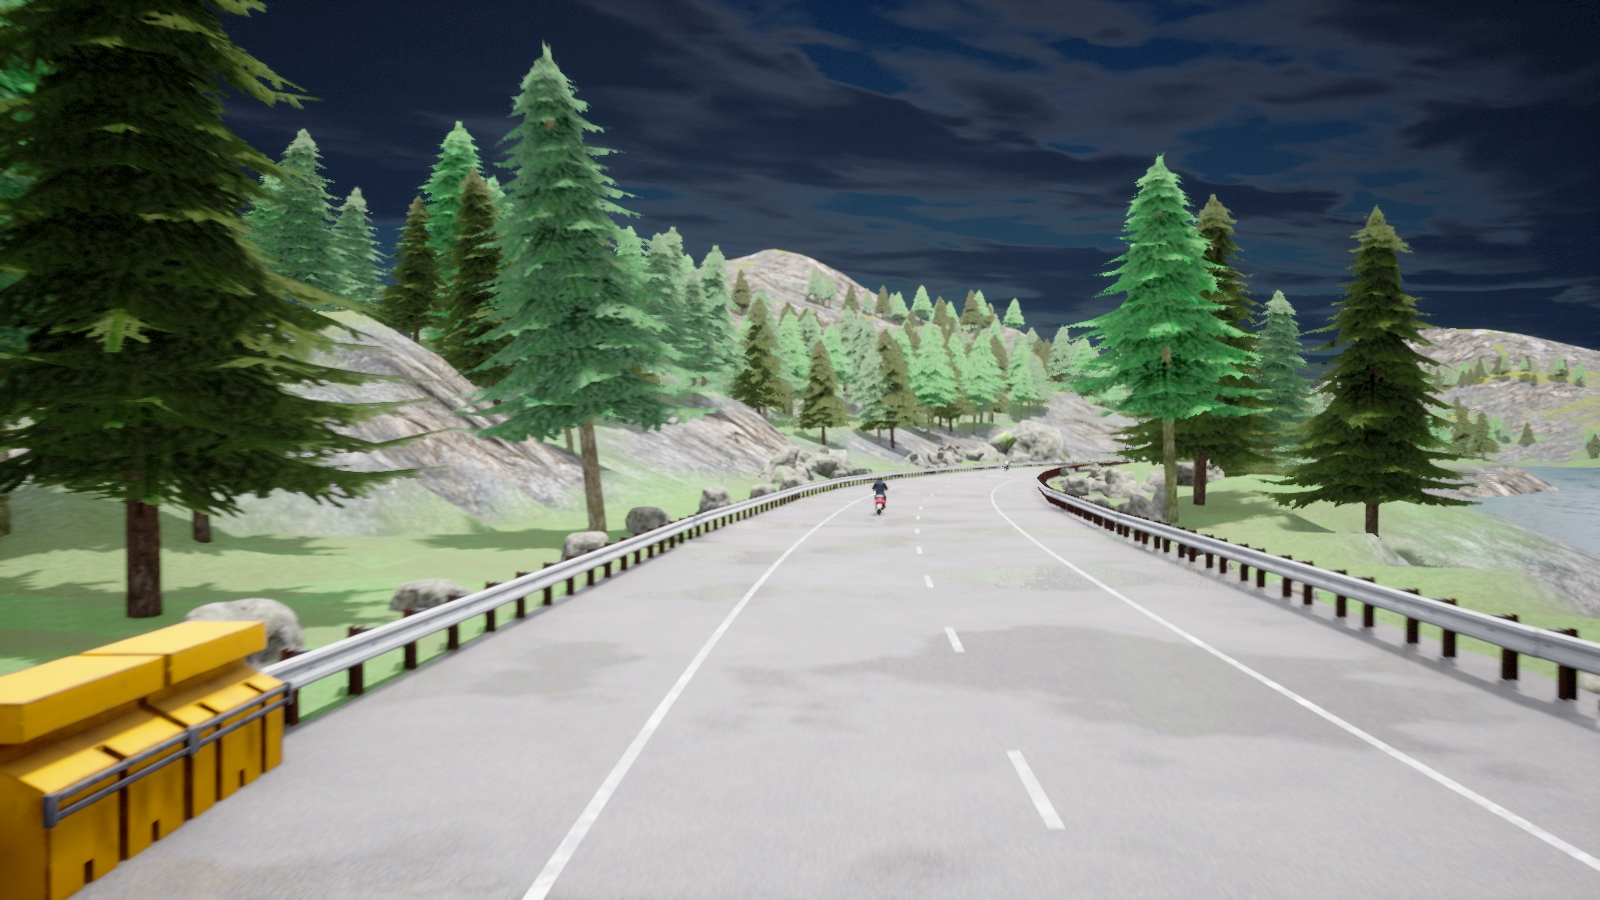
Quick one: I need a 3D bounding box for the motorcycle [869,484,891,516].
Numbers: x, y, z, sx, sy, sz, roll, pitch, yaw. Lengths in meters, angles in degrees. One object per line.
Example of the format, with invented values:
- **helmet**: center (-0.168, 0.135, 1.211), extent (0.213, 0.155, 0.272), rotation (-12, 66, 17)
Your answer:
- **motorcycle**: center (3.363, 2.083, 48.004), extent (0.856, 1.236, 1.805), rotation (0, 0, 7)
